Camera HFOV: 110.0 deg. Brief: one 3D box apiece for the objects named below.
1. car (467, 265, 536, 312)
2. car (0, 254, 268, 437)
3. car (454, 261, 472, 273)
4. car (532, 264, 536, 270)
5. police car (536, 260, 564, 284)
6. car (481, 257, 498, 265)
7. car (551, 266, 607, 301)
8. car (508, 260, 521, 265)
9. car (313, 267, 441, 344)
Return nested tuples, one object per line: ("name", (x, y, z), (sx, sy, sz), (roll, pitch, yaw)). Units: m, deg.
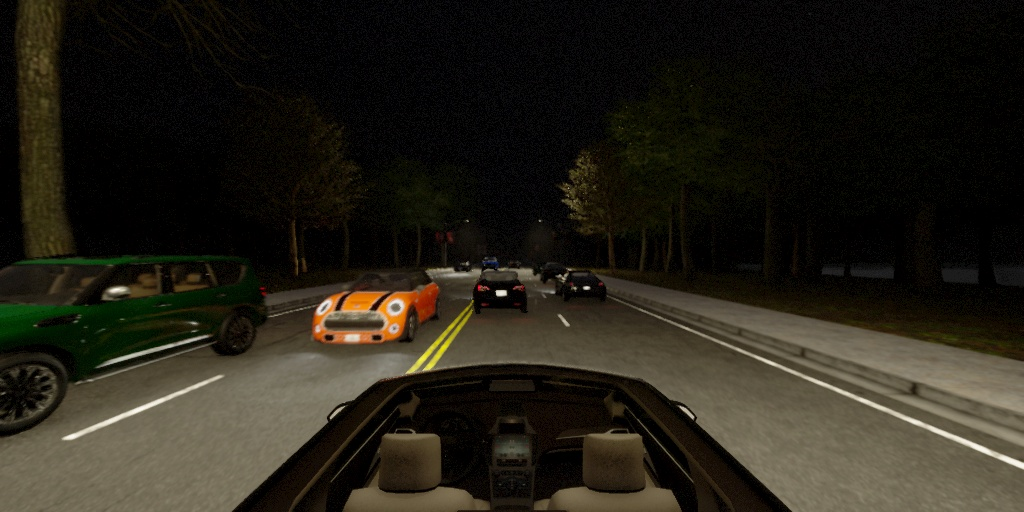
("car", (-0.502, 1.303, 14.458), (2.163, 1.488, 4.792), (0, 0, -4))
("car", (-6.597, 0.986, 5.806), (2.150, 2.045, 5.566), (0, 0, 0))
("car", (-6.387, 1.430, 47.048), (2.128, 1.511, 4.902), (0, 0, 1))
("car", (3.386, 1.259, 39.668), (2.097, 1.767, 4.553), (0, 0, 0))
("police car", (3.319, 1.283, 28.818), (1.930, 1.638, 5.238), (0, 0, 0))
("car", (-3.103, 1.178, 50.829), (2.150, 2.045, 5.566), (0, 0, 1))
("car", (3.274, 1.376, 17.717), (1.994, 1.385, 4.181), (0, 0, 0))
("car", (0.385, 1.502, 58.850), (1.837, 1.490, 4.892), (0, 0, 1))
("car", (-3.340, 1.132, 9.767), (2.097, 1.767, 4.553), (0, 0, 0))
